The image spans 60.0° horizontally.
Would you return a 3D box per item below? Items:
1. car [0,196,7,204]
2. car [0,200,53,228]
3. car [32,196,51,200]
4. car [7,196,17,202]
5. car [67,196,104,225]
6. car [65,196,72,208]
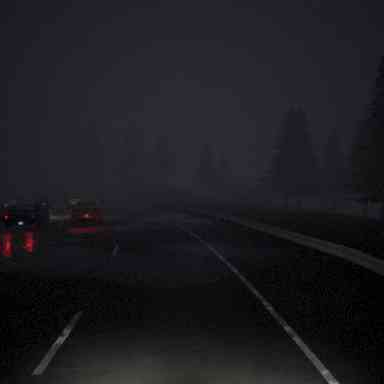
[{"bbox_3d":[-14.231,1.266,22.254,1.882,1.535,5.008,0,1,-16],"label":"car"},{"bbox_3d":[-10.051,1.401,20.506,1.895,1.301,4.718,0,1,-15],"label":"car"},{"bbox_3d":[-17.094,1.154,37.929,1.812,1.442,4.674,0,0,-28],"label":"car"},{"bbox_3d":[-20.645,1.169,37.167,1.812,1.442,4.674,0,0,-28],"label":"car"},{"bbox_3d":[-6.976,1.253,22.272,1.882,1.535,5.008,0,1,-16],"label":"car"},{"bbox_3d":[-13.475,1.141,38.538,1.812,1.442,4.674,0,1,-27],"label":"car"}]
